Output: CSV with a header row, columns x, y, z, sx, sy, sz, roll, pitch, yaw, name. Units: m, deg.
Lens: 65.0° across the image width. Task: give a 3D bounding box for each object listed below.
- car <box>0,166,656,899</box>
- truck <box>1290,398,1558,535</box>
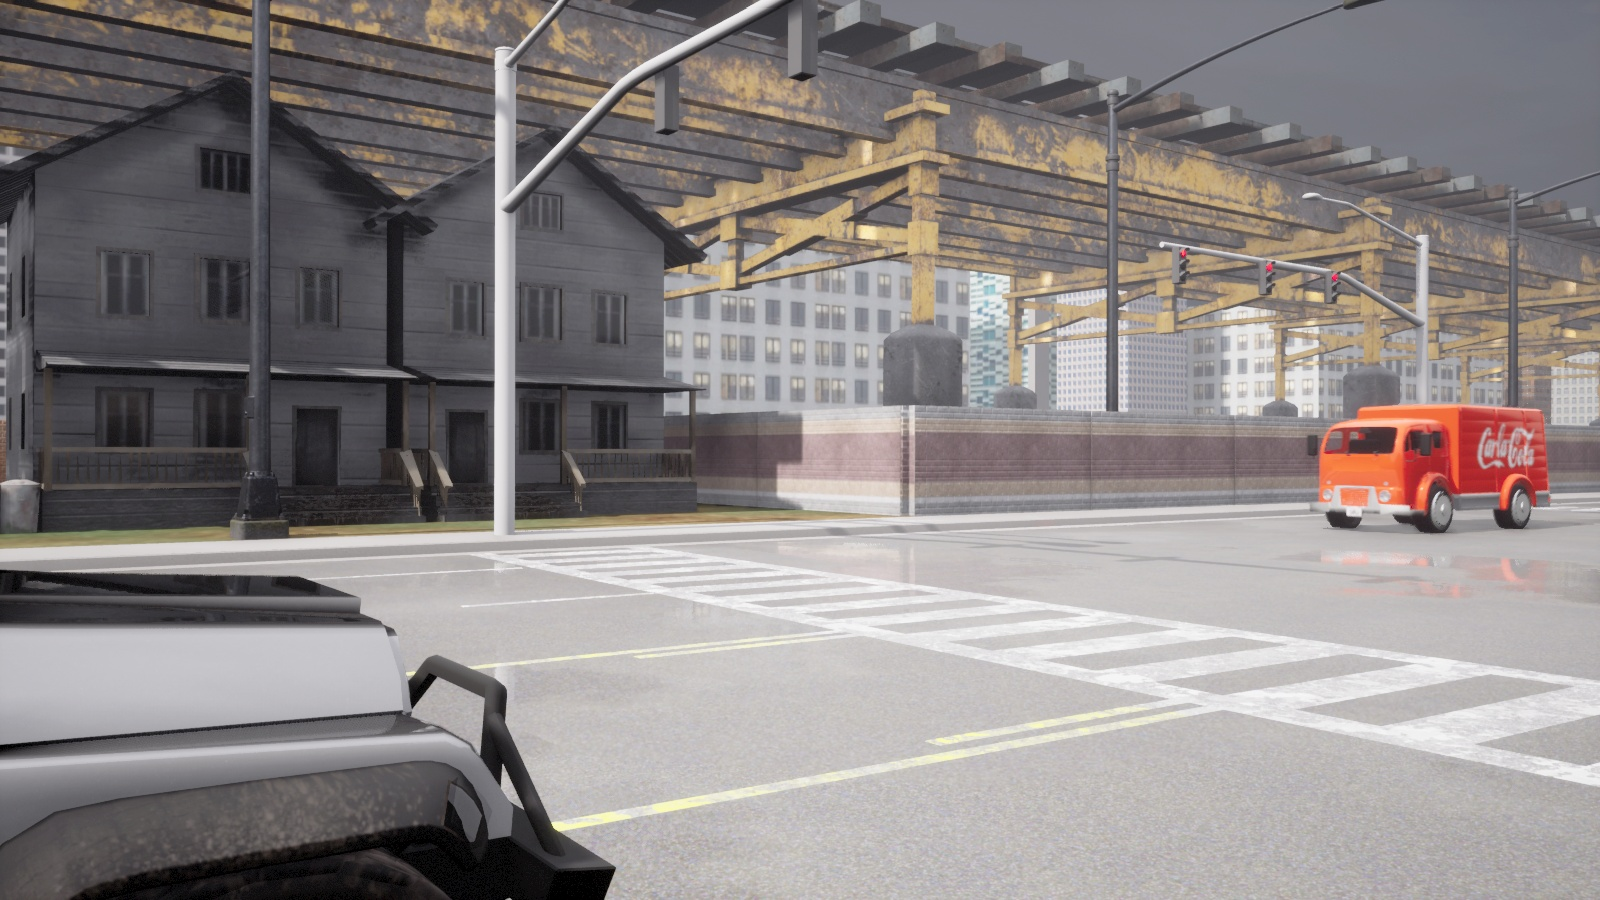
x,y,z,sx,sy,sz,roll,pitch,yaw,name
-2.398,0.551,1.999,3.866,1.878,1.905,0,0,-34,car
12.570,0.293,25.196,5.204,2.467,2.627,0,0,-35,truck
